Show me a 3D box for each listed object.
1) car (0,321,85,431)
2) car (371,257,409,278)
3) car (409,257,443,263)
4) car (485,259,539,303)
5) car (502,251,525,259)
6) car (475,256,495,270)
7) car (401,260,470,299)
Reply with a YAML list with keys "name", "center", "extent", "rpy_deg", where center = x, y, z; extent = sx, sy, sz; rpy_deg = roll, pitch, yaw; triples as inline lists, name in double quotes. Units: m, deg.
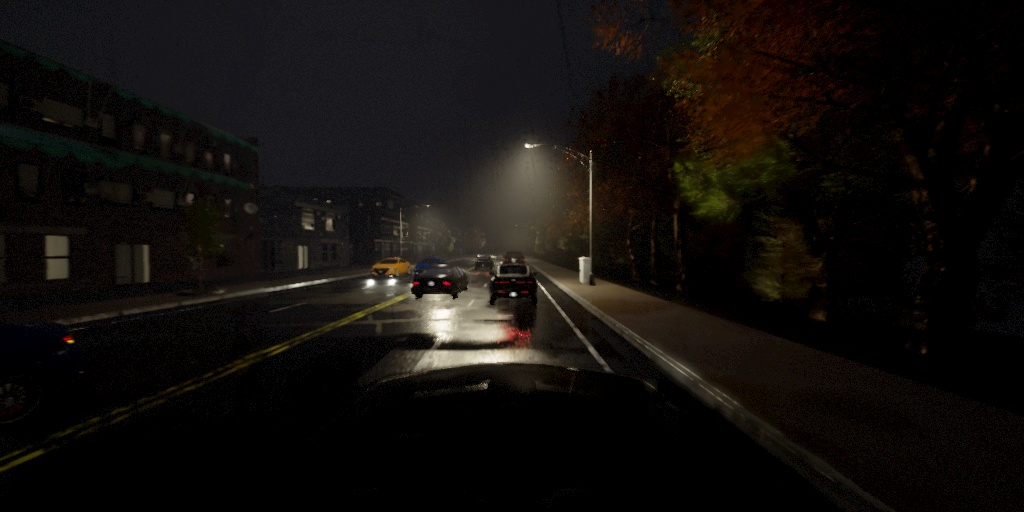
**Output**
- name: "car"
  center: [-6.593, 1.270, 2.798]
  extent: [1.812, 1.442, 4.674]
  rpy_deg: [0, 1, 0]
- name: "car"
  center: [-9.686, 0.871, 29.027]
  extent: [1.882, 1.535, 5.008]
  rpy_deg: [0, 0, 1]
- name: "car"
  center: [-6.436, 0.867, 29.015]
  extent: [1.882, 1.535, 5.008]
  rpy_deg: [0, 0, 0]
- name: "car"
  center: [0.068, 1.073, 15.261]
  extent: [1.837, 1.490, 4.892]
  rpy_deg: [0, 1, 1]
- name: "car"
  center: [0.196, 0.494, 37.060]
  extent: [2.150, 2.045, 5.566]
  rpy_deg: [0, 1, 0]
- name: "car"
  center: [-3.042, 0.722, 40.404]
  extent: [2.128, 1.511, 4.902]
  rpy_deg: [0, 1, 0]
- name: "car"
  center: [-3.163, 1.099, 16.668]
  extent: [2.033, 1.411, 5.357]
  rpy_deg: [0, 1, 1]
